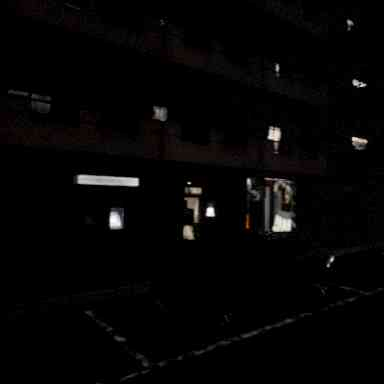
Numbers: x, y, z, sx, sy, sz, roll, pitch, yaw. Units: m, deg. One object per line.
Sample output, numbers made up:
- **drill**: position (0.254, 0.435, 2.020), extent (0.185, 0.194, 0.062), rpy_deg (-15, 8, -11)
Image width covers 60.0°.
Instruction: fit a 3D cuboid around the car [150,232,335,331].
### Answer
- **car**: position (1.240, 1.587, 6.964), extent (4.313, 1.339, 1.947), rpy_deg (0, 1, -35)
